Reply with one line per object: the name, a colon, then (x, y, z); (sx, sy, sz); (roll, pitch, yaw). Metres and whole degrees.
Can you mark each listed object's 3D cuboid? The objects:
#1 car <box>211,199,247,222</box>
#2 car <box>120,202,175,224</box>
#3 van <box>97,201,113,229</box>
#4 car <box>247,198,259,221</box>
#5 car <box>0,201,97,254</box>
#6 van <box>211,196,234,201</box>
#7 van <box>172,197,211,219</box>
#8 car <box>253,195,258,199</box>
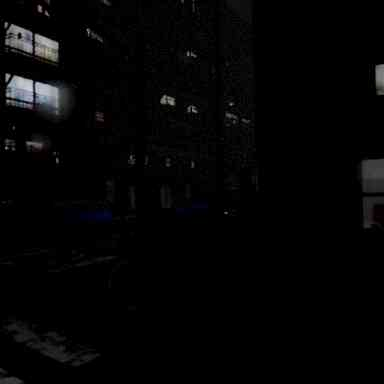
car: (3.629, 1.498, 25.999); (1.994, 1.385, 4.181); (-1, -1, 35)
car: (-3.526, 1.647, 25.049); (1.802, 1.307, 4.206); (-1, 0, 35)
van: (-6.773, 1.441, 20.434); (1.690, 1.788, 3.998); (-1, 0, 35)
car: (6.259, 1.402, 25.275); (1.752, 1.417, 4.829); (-1, 0, 35)
car: (-6.416, 1.308, 11.696); (2.150, 2.045, 5.566); (-1, 0, 35)
van: (2.954, 1.338, 34.280); (1.690, 1.788, 3.998); (-1, 0, 35)
van: (-0.288, 1.372, 29.665); (1.690, 1.788, 3.998); (-1, 0, 35)
car: (6.196, 1.279, 38.896); (2.192, 1.841, 5.009); (-1, 0, 35)
